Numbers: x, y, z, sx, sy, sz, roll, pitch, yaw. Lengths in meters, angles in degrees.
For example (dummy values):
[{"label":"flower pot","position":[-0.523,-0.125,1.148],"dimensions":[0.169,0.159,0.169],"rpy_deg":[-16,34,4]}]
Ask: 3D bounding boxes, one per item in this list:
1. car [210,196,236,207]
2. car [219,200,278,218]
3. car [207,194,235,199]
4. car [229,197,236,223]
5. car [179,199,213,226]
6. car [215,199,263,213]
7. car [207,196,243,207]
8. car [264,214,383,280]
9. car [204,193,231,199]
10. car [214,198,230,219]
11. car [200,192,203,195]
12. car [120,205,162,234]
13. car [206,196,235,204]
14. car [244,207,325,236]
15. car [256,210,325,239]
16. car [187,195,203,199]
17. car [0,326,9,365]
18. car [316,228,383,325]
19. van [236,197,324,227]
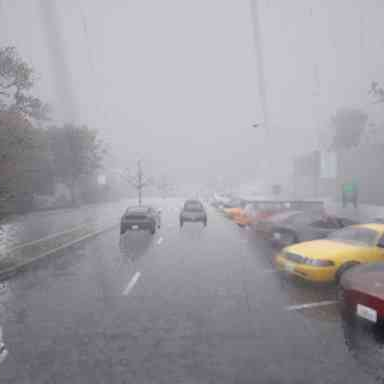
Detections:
[{"label":"car","position":[4.886,1.454,32.930],"dimensions":[5.366,1.575,1.946],"rpy_deg":[1,1,-20]},{"label":"car","position":[5.086,1.506,30.026],"dimensions":[4.792,1.488,2.163],"rpy_deg":[1,0,-20]},{"label":"car","position":[5.065,1.418,44.919],"dimensions":[4.892,1.521,2.231],"rpy_deg":[1,0,-20]},{"label":"car","position":[5.035,1.398,21.054],"dimensions":[4.553,1.767,2.185],"rpy_deg":[1,0,-20]},{"label":"car","position":[0.092,1.511,23.708],"dimensions":[2.128,1.511,4.902],"rpy_deg":[0,0,0]},{"label":"car","position":[5.054,1.485,35.979],"dimensions":[4.674,1.452,2.002],"rpy_deg":[1,0,-20]},{"label":"car","position":[5.059,1.409,50.885],"dimensions":[5.008,1.535,2.097],"rpy_deg":[1,0,-20]},{"label":"car","position":[4.894,1.529,9.053],"dimensions":[5.366,1.575,1.946],"rpy_deg":[1,0,-20]},{"label":"car","position":[5.084,1.160,47.920],"dimensions":[5.566,2.045,2.435],"rpy_deg":[1,0,-20]},{"label":"car","position":[4.887,1.489,26.964],"dimensions":[5.366,1.575,1.946],"rpy_deg":[1,1,-20]},{"label":"car","position":[4.877,1.413,65.733],"dimensions":[5.366,1.575,1.946],"rpy_deg":[1,0,-20]},{"label":"car","position":[-2.907,1.544,19.399],"dimensions":[1.837,1.490,4.892],"rpy_deg":[0,0,0]},{"label":"car","position":[5.077,1.443,59.848],"dimensions":[4.792,1.488,2.163],"rpy_deg":[1,0,-20]},{"label":"car","position":[5.059,1.578,15.094],"dimensions":[4.674,1.452,2.002],"rpy_deg":[1,0,-20]},{"label":"car","position":[5.092,1.571,12.122],"dimensions":[4.792,1.488,2.163],"rpy_deg":[1,0,-20]},{"label":"car","position":[0.086,1.437,41.584],"dimensions":[1.837,1.490,4.892],"rpy_deg":[0,0,0]},{"label":"car","position":[-2.901,1.612,1.451],"dimensions":[1.895,1.301,4.718],"rpy_deg":[0,0,0]},{"label":"car","position":[5.040,1.554,6.125],"dimensions":[4.792,1.488,2.163],"rpy_deg":[1,0,-20]},{"label":"van","position":[4.959,1.308,18.026],"dimensions":[4.442,1.987,1.878],"rpy_deg":[1,1,-20]}]
